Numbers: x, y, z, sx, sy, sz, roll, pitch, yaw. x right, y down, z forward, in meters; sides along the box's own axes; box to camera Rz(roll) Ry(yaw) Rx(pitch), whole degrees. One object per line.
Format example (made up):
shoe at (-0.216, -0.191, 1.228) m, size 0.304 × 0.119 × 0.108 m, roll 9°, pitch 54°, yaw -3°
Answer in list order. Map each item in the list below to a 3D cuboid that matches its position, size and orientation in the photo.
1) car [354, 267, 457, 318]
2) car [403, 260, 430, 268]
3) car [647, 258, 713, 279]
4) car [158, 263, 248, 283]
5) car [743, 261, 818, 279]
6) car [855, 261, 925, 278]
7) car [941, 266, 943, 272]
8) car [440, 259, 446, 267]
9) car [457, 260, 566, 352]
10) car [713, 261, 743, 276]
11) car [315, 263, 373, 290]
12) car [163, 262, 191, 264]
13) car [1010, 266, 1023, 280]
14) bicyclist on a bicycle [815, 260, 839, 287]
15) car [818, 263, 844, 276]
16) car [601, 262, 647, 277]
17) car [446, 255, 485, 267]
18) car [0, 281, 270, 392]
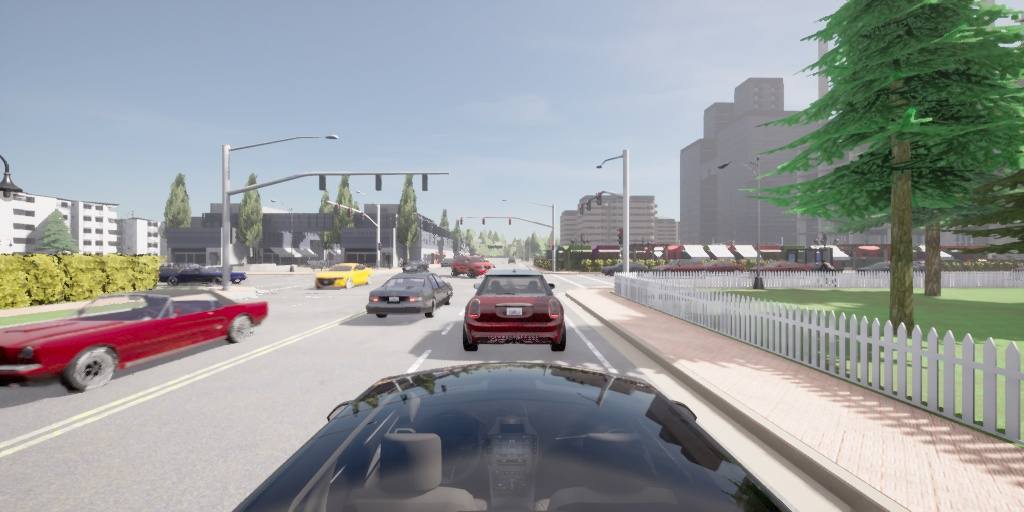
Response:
car at (-3.421, 1.297, 12.947) m, size 2.033 × 1.411 × 5.357 m, roll 0°, pitch 0°, yaw 0°
car at (-11.054, 1.242, 41.504) m, size 2.128 × 1.511 × 4.902 m, roll 0°, pitch 0°, yaw 6°
car at (15.072, 1.102, 32.364) m, size 4.553 × 1.767 × 2.097 m, roll 0°, pitch 0°, yaw -1°
car at (-20.886, 1.351, 24.358) m, size 4.718 × 1.301 × 1.895 m, roll 0°, pitch 0°, yaw -1°
car at (24.285, 1.228, 32.596) m, size 5.008 × 1.535 × 1.882 m, roll 0°, pitch 0°, yaw -1°
car at (34.347, 1.255, 32.842) m, size 4.892 × 1.490 × 1.837 m, roll 0°, pitch 0°, yaw -1°
car at (40.671, 1.242, 36.480) m, size 4.902 × 1.511 × 2.128 m, roll 0°, pitch 0°, yaw -1°
car at (-10.598, 1.255, 59.143) m, size 1.837 × 1.490 × 4.892 m, roll 0°, pitch 0°, yaw 0°
car at (0.062, 1.102, 9.112) m, size 2.097 × 1.767 × 4.553 m, roll 0°, pitch 0°, yaw 0°
car at (20.548, 1.228, 36.006) m, size 5.008 × 1.535 × 1.882 m, roll 0°, pitch 0°, yaw -1°
car at (-10.607, 1.227, 22.947) m, size 1.882 × 1.535 × 5.008 m, roll 0°, pitch 0°, yaw 0°
car at (-25.396, 1.242, 27.753) m, size 4.902 × 1.511 × 2.128 m, roll 0°, pitch 0°, yaw -2°
car at (43.873, 1.314, 29.428) m, size 4.181 × 1.385 × 1.994 m, roll 0°, pitch 0°, yaw -3°
bicyclist on a bicycle at (18.787, 1.052, 21.472) m, size 0.582 × 1.620 × 1.656 m, roll 0°, pitch 0°, yaw -1°
car at (30.446, 1.351, 36.253) m, size 4.718 × 1.301 × 1.895 m, roll 0°, pitch 0°, yaw -1°
car at (11.223, 1.276, 35.750) m, size 4.674 × 1.442 × 1.812 m, roll 0°, pitch 0°, yaw -1°
car at (-3.680, 0.971, 33.184) m, size 2.150 × 2.045 × 5.566 m, roll -1°, pitch 1°, yaw -36°
car at (-7.102, 1.351, 6.871) m, size 1.895 × 1.301 × 4.718 m, roll 0°, pitch 0°, yaw 0°
